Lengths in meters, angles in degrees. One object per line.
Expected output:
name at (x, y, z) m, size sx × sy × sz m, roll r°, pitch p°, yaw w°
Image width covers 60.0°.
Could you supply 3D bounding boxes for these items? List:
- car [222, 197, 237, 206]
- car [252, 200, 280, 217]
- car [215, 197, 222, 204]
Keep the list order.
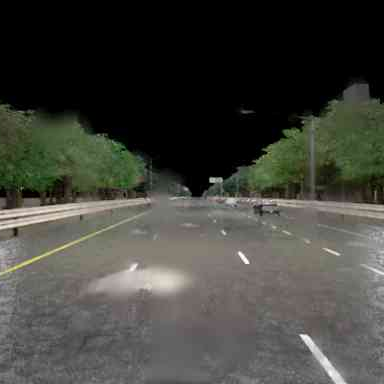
car at (7.207, 1.877, 62.294) m, size 1.812 × 1.442 × 4.674 m, roll 0°, pitch -1°, yaw 0°
car at (7.055, 1.553, 31.967) m, size 2.128 × 1.511 × 4.902 m, roll 0°, pitch 0°, yaw 0°
car at (7.330, 1.916, 78.424) m, size 2.097 × 1.767 × 4.553 m, roll 0°, pitch -1°, yaw 0°
